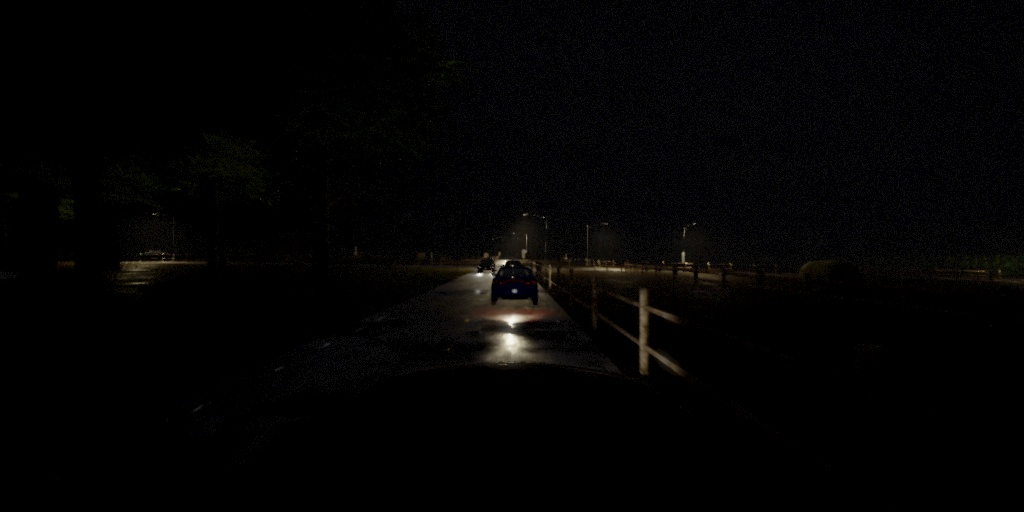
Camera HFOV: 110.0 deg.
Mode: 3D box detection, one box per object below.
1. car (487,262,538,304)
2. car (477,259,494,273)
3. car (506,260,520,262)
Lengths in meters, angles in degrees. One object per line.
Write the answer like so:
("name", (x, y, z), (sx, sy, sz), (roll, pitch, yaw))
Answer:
("car", (0.102, 1.186, 16.010), (1.882, 1.535, 5.008), (0, 0, 0))
("car", (-2.778, 1.115, 40.333), (1.837, 1.490, 4.892), (0, 0, 1))
("car", (0.103, 1.147, 32.702), (1.837, 1.490, 4.892), (0, 0, 0))
